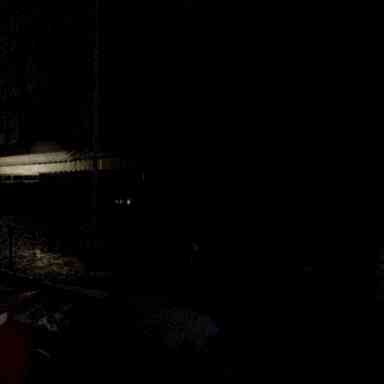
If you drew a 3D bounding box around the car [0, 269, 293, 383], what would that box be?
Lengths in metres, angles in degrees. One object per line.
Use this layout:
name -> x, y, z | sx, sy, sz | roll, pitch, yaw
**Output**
car -> -1.052, 1.561, 3.708 | 4.206, 1.307, 1.802 | 1, 1, 35
